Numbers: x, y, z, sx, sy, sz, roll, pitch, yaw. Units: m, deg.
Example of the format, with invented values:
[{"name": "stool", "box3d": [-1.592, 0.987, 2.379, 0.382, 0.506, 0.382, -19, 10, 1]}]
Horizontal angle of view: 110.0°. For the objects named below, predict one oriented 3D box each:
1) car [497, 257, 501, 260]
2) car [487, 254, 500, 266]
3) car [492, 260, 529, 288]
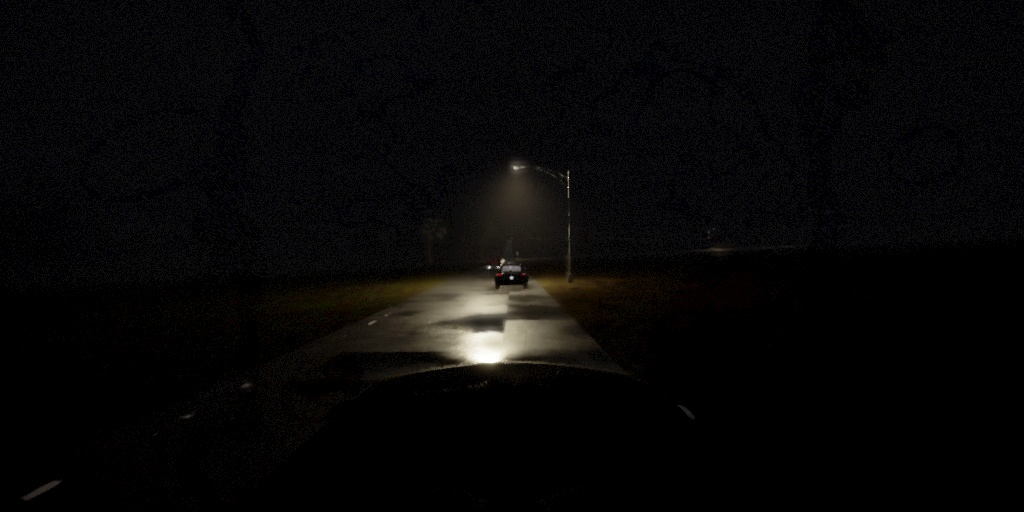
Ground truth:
[{"name": "car", "box3d": [-0.120, 1.084, 35.028, 2.033, 1.411, 5.357, -1, 0, 0]}, {"name": "car", "box3d": [-3.107, 0.673, 63.085, 2.150, 2.045, 5.566, -1, 0, 0]}, {"name": "car", "box3d": [-0.017, 1.169, 22.117, 1.994, 1.385, 4.181, -1, 0, 0]}]
